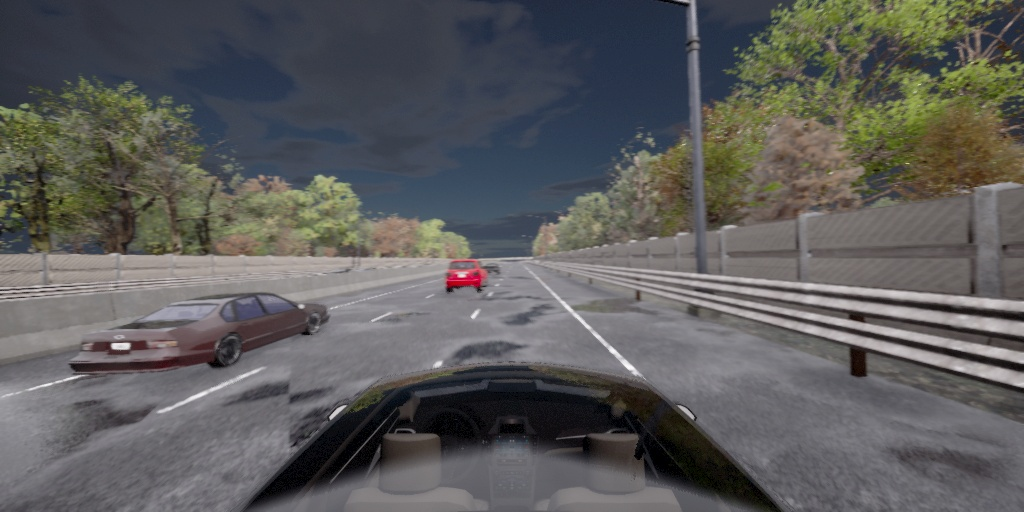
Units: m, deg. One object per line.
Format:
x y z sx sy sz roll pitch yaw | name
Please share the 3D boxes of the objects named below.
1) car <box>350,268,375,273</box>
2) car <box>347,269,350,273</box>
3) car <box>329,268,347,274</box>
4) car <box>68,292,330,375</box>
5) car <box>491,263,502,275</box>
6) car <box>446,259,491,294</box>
-16.703 2.243 41.924 1.994 1.385 4.181 -2 -1 1 | car
-20.050 2.386 48.842 1.812 1.442 4.674 -2 -1 1 | car
-23.534 2.475 49.641 1.882 1.535 5.008 -2 -1 1 | car
-6.560 1.585 8.556 2.033 1.411 5.357 -2 0 1 | car
-2.478 1.721 47.181 1.837 1.490 4.892 -2 0 1 | car
-2.850 1.247 23.350 2.150 2.045 5.566 -2 0 1 | car
